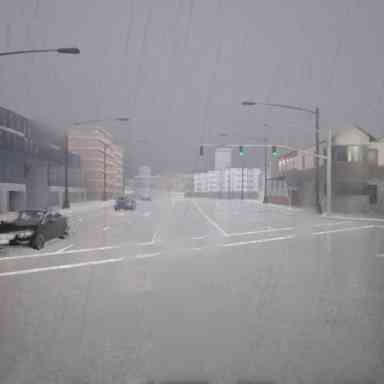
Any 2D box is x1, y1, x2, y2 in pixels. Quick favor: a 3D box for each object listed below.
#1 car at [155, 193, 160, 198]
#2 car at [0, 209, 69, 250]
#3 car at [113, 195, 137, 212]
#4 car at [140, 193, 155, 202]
[{"bbox_3d":[-9.487,1.067,88.318,2.097,1.767,4.553,0,-1,-2],"label":"car"},{"bbox_3d":[-6.907,1.545,14.523,2.128,1.511,4.902,0,0,-2],"label":"car"},{"bbox_3d":[-7.756,1.289,38.825,2.097,1.767,4.553,0,1,-2],"label":"car"},{"bbox_3d":[-8.606,1.070,63.148,1.812,1.442,4.674,0,0,-2],"label":"car"}]
